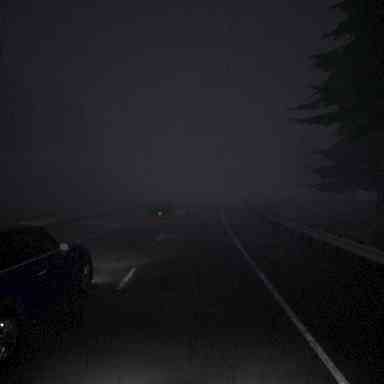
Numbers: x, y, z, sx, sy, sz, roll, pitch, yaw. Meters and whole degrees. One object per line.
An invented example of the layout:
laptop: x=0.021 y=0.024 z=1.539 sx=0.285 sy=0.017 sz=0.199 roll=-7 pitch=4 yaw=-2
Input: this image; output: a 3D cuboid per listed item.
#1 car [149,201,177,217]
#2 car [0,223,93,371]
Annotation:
car: x=-2.431 y=1.462 z=29.189 sx=1.895 sy=1.301 sz=4.718 roll=0 pitch=0 yaw=4
car: x=-3.335 y=1.322 z=5.791 sx=2.097 sy=1.767 sz=4.553 roll=0 pitch=0 yaw=1
